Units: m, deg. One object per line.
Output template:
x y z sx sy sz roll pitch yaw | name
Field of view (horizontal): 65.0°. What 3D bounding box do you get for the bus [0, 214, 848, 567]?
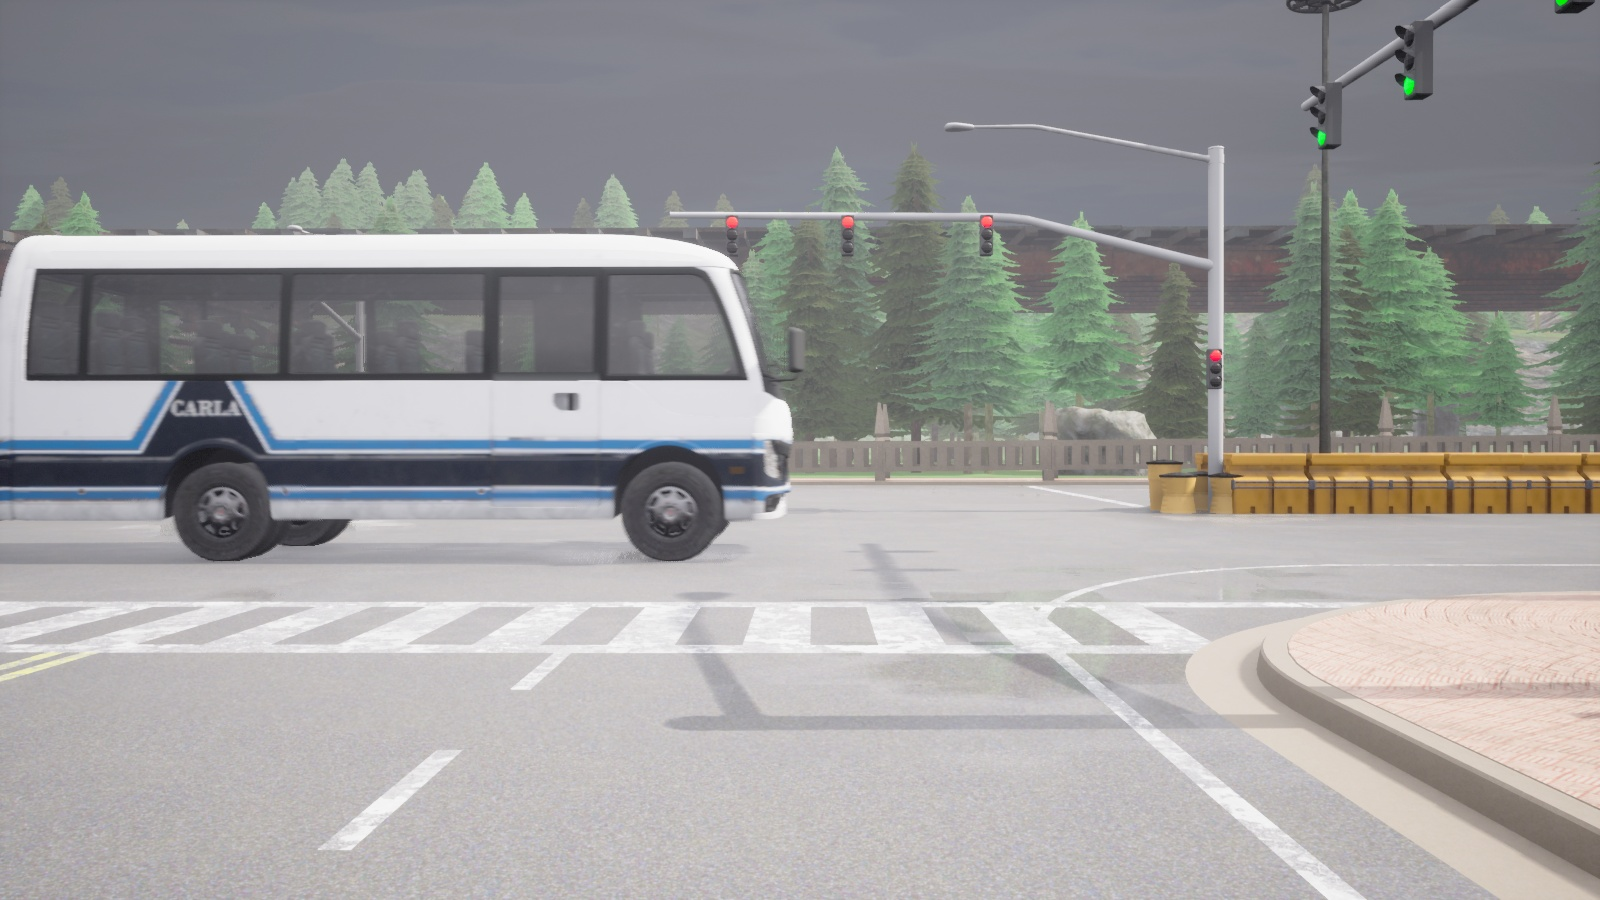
-4.535 -0.730 17.144 10.273 4.253 3.944 0 0 1 | bus
